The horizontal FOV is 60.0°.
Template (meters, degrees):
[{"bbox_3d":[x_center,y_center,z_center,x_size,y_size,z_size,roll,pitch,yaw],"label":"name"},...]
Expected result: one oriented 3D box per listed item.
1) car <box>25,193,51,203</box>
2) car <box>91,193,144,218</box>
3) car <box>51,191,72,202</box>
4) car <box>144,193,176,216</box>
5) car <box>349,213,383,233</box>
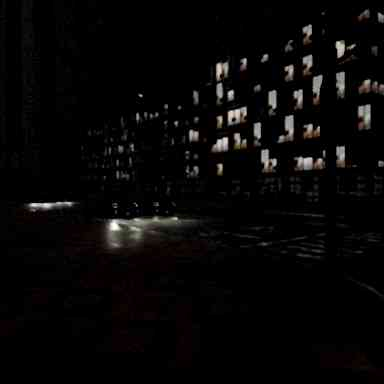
[{"bbox_3d":[-20.317,0.718,43.397,1.895,1.301,4.718,0,1,-38],"label":"car"},{"bbox_3d":[-5.798,0.899,24.751,2.097,1.767,4.553,0,1,-38],"label":"car"},{"bbox_3d":[-18.305,0.630,46.111,2.033,1.411,5.357,0,1,-38],"label":"car"},{"bbox_3d":[-3.229,0.881,26.745,2.097,1.767,4.553,0,1,-38],"label":"car"},{"bbox_3d":[9.699,1.421,15.451,1.895,1.301,4.718,0,1,-18],"label":"car"}]
